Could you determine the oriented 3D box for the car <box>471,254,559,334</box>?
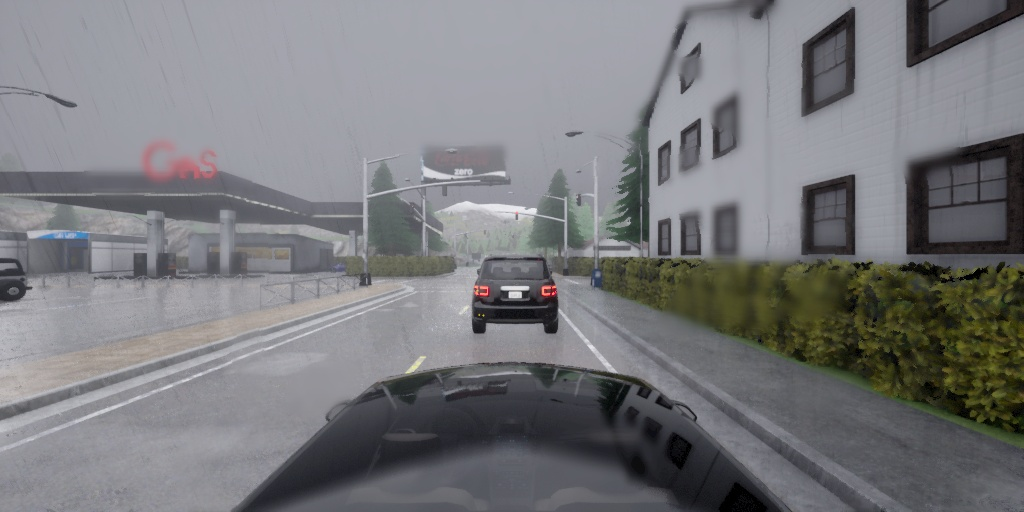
[{"bbox_3d":[0.084,0.971,10.789,2.150,2.045,5.566,0,0,0],"label":"car"}]
